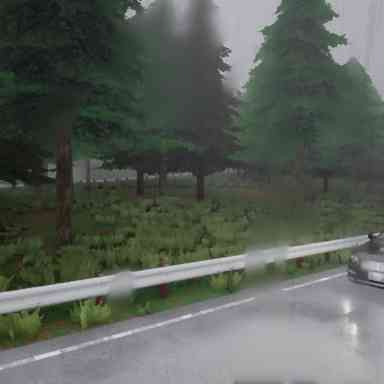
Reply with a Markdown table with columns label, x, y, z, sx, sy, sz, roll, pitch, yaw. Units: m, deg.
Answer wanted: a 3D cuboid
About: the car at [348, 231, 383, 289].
| label | x | y | z | sx | sy | sz | roll | pitch | yaw |
| --- | --- | --- | --- | --- | --- | --- | --- | --- | --- |
| car | 5.804 | 1.490 | 8.326 | 4.902 | 1.511 | 2.128 | 0 | 0 | -36 |
